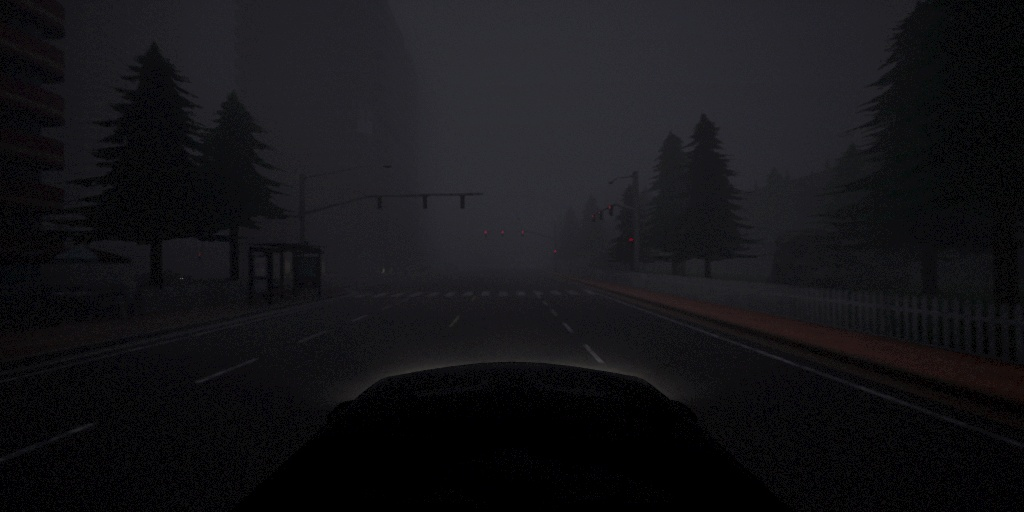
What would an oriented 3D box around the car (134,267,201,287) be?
[{"bbox_3d":[-33.239,2.131,34.457,4.892,1.490,1.837,-1,-1,-1],"label":"car"}]
